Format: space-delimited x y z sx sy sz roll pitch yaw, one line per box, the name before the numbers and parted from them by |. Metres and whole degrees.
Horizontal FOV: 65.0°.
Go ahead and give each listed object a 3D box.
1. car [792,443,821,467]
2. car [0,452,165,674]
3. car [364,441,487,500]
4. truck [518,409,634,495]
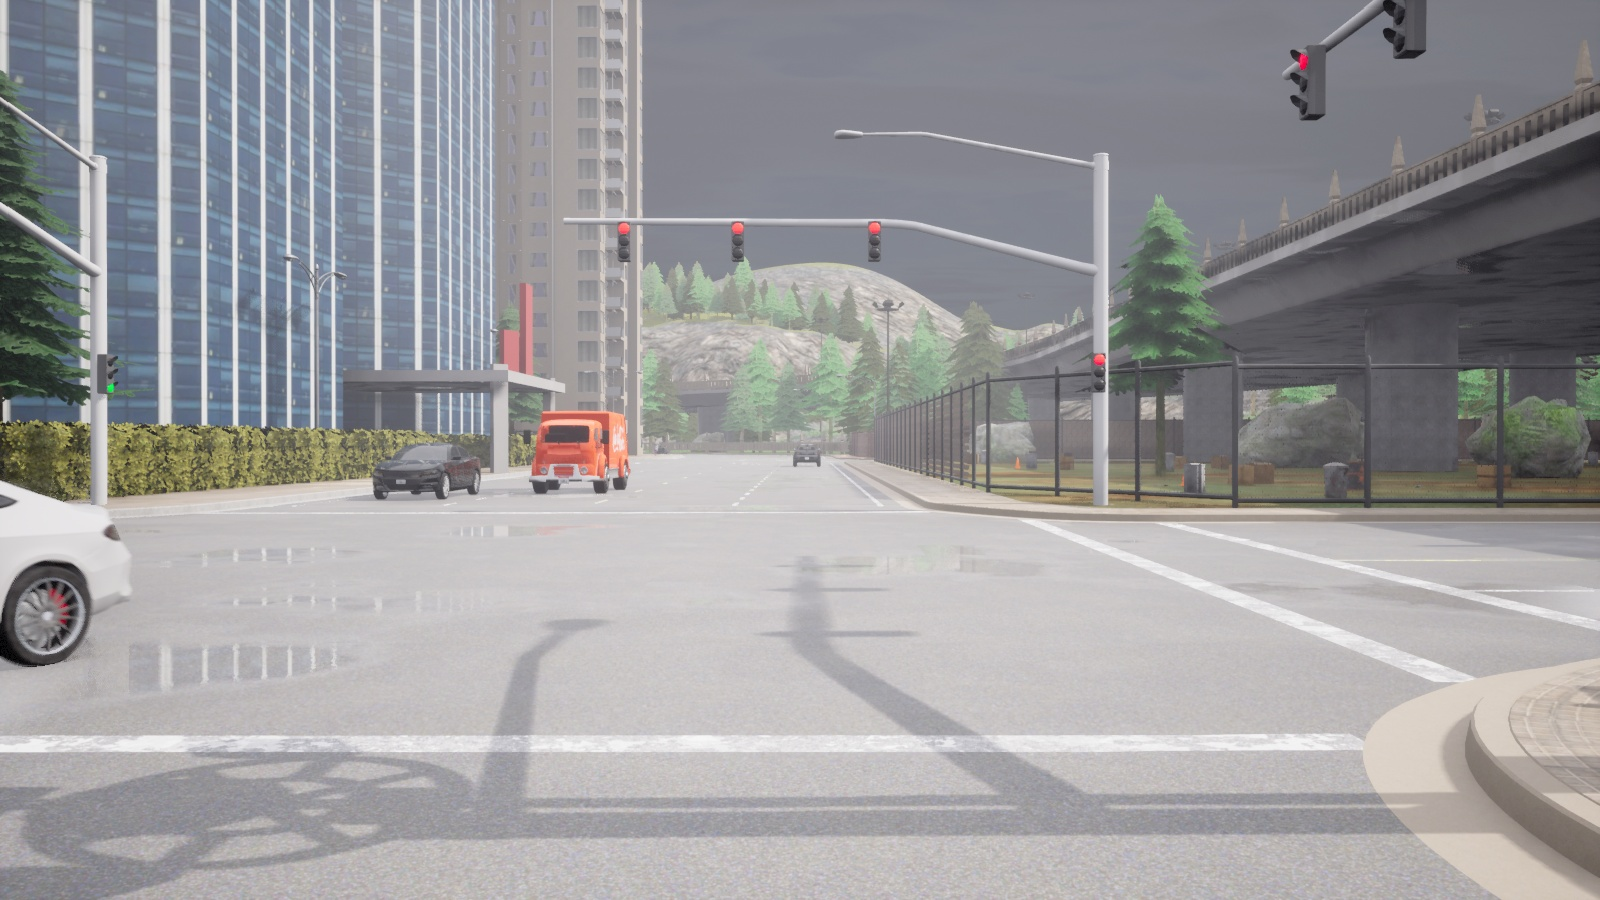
car | 0.442 0.306 80.486 1.816 1.474 4.193 0 0 0
car | -6.393 0.742 7.546 1.812 1.442 4.674 0 0 18
car | -10.300 0.519 34.939 1.882 1.535 5.008 0 0 0
truck | -6.780 0.036 38.678 2.627 2.467 5.204 0 0 0
